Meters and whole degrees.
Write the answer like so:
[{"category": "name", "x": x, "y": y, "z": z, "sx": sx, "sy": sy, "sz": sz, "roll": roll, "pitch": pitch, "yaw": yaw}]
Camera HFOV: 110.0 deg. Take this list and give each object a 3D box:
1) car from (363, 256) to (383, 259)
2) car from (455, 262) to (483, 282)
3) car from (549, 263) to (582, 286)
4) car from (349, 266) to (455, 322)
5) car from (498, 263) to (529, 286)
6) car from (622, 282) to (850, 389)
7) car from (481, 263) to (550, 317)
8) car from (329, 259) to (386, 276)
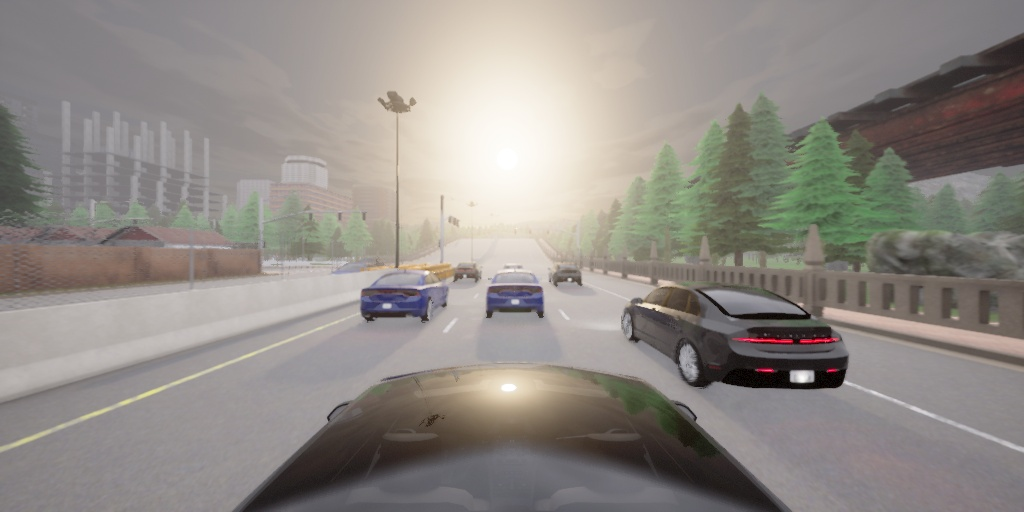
[{"category": "car", "x": -14.006, "y": 0.786, "z": 35.513, "sx": 1.837, "sy": 1.490, "sz": 4.892, "roll": 0, "pitch": 0, "yaw": 0}, {"category": "car", "x": -3.406, "y": 1.193, "z": 28.283, "sx": 1.837, "sy": 1.490, "sz": 4.892, "roll": 0, "pitch": 0, "yaw": 0}, {"category": "car", "x": 3.597, "y": 1.202, "z": 24.739, "sx": 1.837, "sy": 1.490, "sz": 4.892, "roll": 0, "pitch": 0, "yaw": 0}, {"category": "car", "x": -3.402, "y": 1.203, "z": 12.228, "sx": 1.882, "sy": 1.535, "sz": 5.008, "roll": 0, "pitch": 0, "yaw": 0}, {"category": "car", "x": 0.095, "y": 1.241, "z": 26.100, "sx": 2.033, "sy": 1.411, "sz": 5.357, "roll": 0, "pitch": 0, "yaw": 0}, {"category": "car", "x": 3.598, "y": 1.243, "z": 6.870, "sx": 1.837, "sy": 1.490, "sz": 4.892, "roll": 0, "pitch": 0, "yaw": 0}, {"category": "car", "x": 0.098, "y": 1.201, "z": 13.139, "sx": 1.882, "sy": 1.535, "sz": 5.008, "roll": 0, "pitch": 0, "yaw": 0}, {"category": "car", "x": -10.586, "y": 1.174, "z": 24.422, "sx": 1.882, "sy": 1.535, "sz": 5.008, "roll": 0, "pitch": 0, "yaw": 0}]
